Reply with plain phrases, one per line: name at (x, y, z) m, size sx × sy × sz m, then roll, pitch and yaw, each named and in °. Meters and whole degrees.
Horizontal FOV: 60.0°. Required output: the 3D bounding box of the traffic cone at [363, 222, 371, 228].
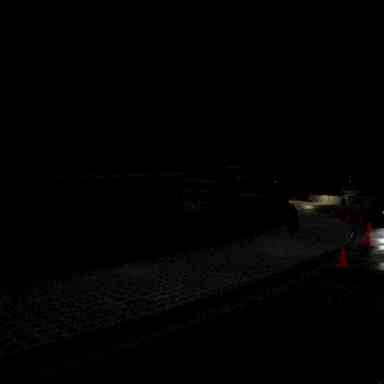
traffic cone at (9.627, 1.913, 18.068) m, size 0.340 × 0.580 × 0.340 m, roll 0°, pitch 0°, yaw 25°

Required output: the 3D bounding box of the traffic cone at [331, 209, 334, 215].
traffic cone at (13.384, 1.884, 31.631) m, size 0.340 × 0.580 × 0.340 m, roll 0°, pitch 0°, yaw 6°

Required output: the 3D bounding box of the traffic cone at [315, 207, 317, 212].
traffic cone at (13.575, 1.882, 36.375) m, size 0.340 × 0.580 × 0.340 m, roll 0°, pitch 0°, yaw 0°

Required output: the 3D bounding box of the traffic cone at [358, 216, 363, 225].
traffic cone at (11.399, 1.900, 22.434) m, size 0.340 × 0.580 × 0.340 m, roll 0°, pitch 0°, yaw 19°

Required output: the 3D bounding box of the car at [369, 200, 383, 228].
car at (12.888, 1.286, 21.397) m, size 2.097 × 1.767 × 4.553 m, roll -1°, pitch 0°, yaw 18°

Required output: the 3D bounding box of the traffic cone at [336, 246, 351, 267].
traffic cone at (4.604, 1.947, 10.112) m, size 0.340 × 0.580 × 0.340 m, roll 0°, pitch 0°, yaw -45°

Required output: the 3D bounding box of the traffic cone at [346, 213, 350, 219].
traffic cone at (12.657, 1.890, 26.975) m, size 0.340 × 0.580 × 0.340 m, roll 0°, pitch 0°, yaw 12°

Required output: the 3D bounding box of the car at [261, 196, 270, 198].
car at (14.562, 1.454, 66.378) m, size 2.033 × 1.411 × 5.357 m, roll 0°, pitch 0°, yaw 0°

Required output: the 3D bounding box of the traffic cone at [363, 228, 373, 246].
traffic cone at (7.364, 1.930, 13.936) m, size 0.340 × 0.580 × 0.340 m, roll 0°, pitch 0°, yaw 32°
